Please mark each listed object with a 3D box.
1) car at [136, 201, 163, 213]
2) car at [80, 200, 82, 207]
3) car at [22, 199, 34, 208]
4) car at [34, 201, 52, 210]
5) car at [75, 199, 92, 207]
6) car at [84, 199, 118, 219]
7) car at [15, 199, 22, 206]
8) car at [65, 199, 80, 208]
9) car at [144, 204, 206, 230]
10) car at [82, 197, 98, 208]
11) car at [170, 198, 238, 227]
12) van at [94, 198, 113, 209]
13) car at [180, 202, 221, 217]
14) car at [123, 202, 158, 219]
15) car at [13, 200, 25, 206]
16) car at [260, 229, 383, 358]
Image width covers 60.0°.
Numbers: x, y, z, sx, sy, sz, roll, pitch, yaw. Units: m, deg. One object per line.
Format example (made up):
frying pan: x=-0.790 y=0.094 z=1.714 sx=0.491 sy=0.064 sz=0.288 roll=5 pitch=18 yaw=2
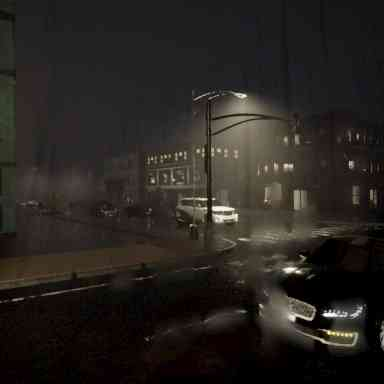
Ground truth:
car: x=-5.652 y=1.966 z=43.943 sx=1.802 sy=1.307 sz=4.206 roll=-2 pitch=0 yaw=-36
car: x=-18.538 y=1.940 z=61.952 sx=2.192 sy=1.841 sz=5.009 roll=-1 pitch=0 yaw=-36
car: x=-31.787 y=2.376 z=66.083 sx=2.008 sy=1.369 sz=4.403 roll=-1 pitch=0 yaw=-36
car: x=-25.249 y=2.232 z=56.939 sx=1.752 sy=1.417 sz=4.829 roll=-1 pitch=0 yaw=-36
car: x=-21.752 y=2.227 z=66.455 sx=1.887 sy=1.381 sz=4.507 roll=-1 pitch=0 yaw=-36
car: x=-9.253 y=1.846 z=34.564 sx=1.967 sy=1.590 sz=4.097 roll=-1 pitch=0 yaw=-36
car: x=-38.228 y=2.380 z=75.086 sx=1.967 sy=1.590 sz=4.097 roll=-1 pitch=0 yaw=-36
car: x=-21.472 y=2.230 z=61.626 sx=1.994 sy=1.385 sz=4.181 roll=-1 pitch=0 yaw=-36
car: x=-1.277 y=1.815 z=23.207 sx=1.947 sy=1.339 sz=4.313 roll=-2 pitch=0 yaw=-36
car: x=-15.411 y=2.032 z=53.147 sx=1.882 sy=1.535 sz=5.008 roll=-1 pitch=0 yaw=-35
car: x=0.942 y=1.443 z=24.776 sx=2.150 sy=2.045 sz=5.566 roll=-1 pitch=0 yaw=-35
van: x=-15.317 y=1.907 z=57.450 sx=1.690 sy=1.788 sz=3.998 roll=-1 pitch=0 yaw=-36
car: x=0.785 y=1.810 z=34.938 sx=2.008 sy=1.369 sz=4.403 roll=-2 pitch=0 yaw=-36
car: x=-5.010 y=1.886 z=33.103 sx=2.033 sy=1.411 sz=5.357 roll=-1 pitch=0 yaw=-36
car: x=-41.446 y=2.547 z=79.590 sx=2.008 sy=1.369 sz=4.403 roll=-1 pitch=0 yaw=-36
car: x=3.342 y=1.504 z=6.087 sx=4.892 sy=1.490 sz=1.837 roll=0 pitch=0 yaw=-36
